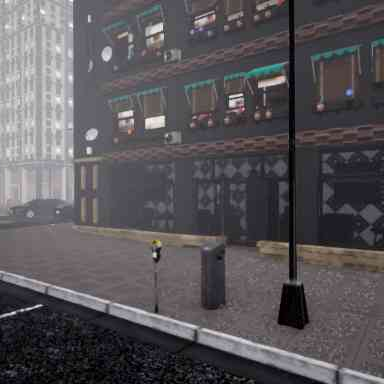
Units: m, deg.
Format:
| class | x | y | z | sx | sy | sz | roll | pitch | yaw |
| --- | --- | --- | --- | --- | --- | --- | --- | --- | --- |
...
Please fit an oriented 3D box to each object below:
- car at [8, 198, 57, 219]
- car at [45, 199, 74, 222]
| class | x | y | z | sx | sy | sz | roll | pitch | yaw |
| --- | --- | --- | --- | --- | --- | --- | --- | --- | --- |
| car | -11.882 | 1.239 | 26.388 | 1.837 | 1.490 | 4.892 | 0 | 1 | 35 |
| car | -7.317 | 1.279 | 22.792 | 1.947 | 1.339 | 4.313 | 1 | 1 | 35 |
